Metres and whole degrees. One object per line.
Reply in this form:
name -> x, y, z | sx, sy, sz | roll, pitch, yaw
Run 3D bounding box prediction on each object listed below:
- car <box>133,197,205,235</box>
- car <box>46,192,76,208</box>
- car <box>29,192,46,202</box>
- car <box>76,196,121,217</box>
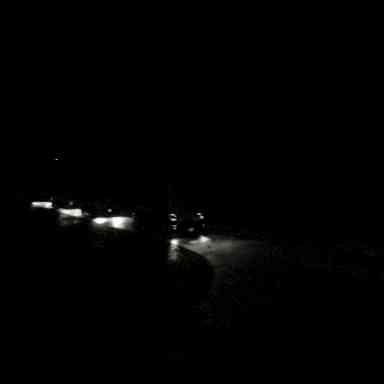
car -> -1.296, 1.115, 17.266 | 2.097, 1.767, 4.553 | 0, 1, -35
car -> -12.938, 0.791, 33.813 | 2.128, 1.511, 4.902 | 0, 1, -35
car -> -20.392, 0.597, 44.518 | 1.895, 1.301, 4.718 | 0, 1, -35
car -> -6.994, 1.101, 25.360 | 1.994, 1.385, 4.181 | 0, 1, -35
